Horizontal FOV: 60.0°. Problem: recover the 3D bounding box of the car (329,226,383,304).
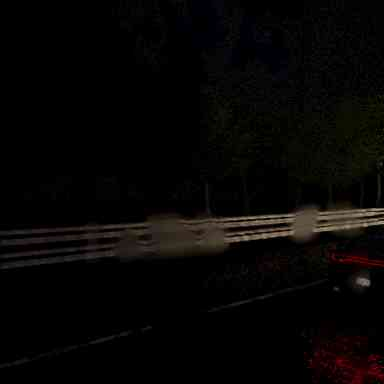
[{"bbox_3d":[5.151,1.467,7.483,5.008,1.535,1.882,0,0,-35],"label":"car"}]
